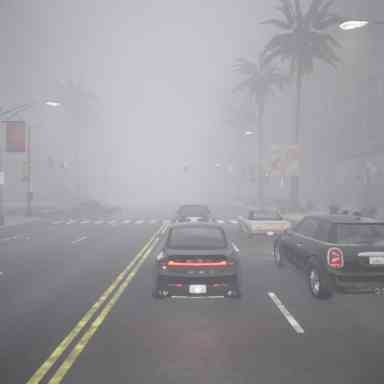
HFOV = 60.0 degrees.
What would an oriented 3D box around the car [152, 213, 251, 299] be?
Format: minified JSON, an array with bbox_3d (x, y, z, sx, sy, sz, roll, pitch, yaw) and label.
[{"bbox_3d":[0.095,1.505,8.432,1.837,1.490,4.892,0,0,0],"label":"car"}]

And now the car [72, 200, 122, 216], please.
[{"bbox_3d":[-9.471,1.547,32.999,5.357,1.411,2.033,0,0,29],"label":"car"}]

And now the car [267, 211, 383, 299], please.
[{"bbox_3d":[3.593,1.352,8.581,2.097,1.767,4.553,0,0,0],"label":"car"}]

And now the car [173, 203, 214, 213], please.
[{"bbox_3d":[0.086,1.352,17.542,2.097,1.767,4.553,0,0,0],"label":"car"}]

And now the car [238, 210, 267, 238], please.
[{"bbox_3d":[3.587,1.601,17.399,1.895,1.301,4.718,0,0,0],"label":"car"}]
